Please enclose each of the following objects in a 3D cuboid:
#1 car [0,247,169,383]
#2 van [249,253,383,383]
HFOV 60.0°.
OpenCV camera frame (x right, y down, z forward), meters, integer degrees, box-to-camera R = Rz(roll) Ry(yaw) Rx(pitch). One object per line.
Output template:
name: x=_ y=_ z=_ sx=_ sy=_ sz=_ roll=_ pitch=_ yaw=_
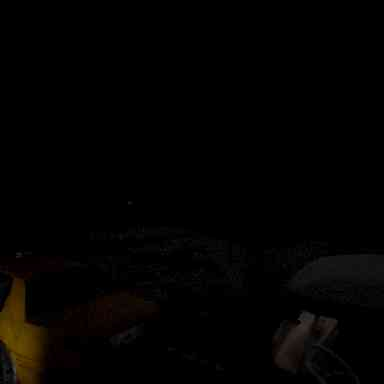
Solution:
car: x=-2.567 y=1.507 z=4.917 sx=4.829 sy=1.417 sz=1.752 roll=0 pitch=0 yaw=36
van: x=2.163 y=1.345 z=1.539 sx=3.998 sy=1.788 sz=1.690 roll=0 pitch=0 yaw=36
